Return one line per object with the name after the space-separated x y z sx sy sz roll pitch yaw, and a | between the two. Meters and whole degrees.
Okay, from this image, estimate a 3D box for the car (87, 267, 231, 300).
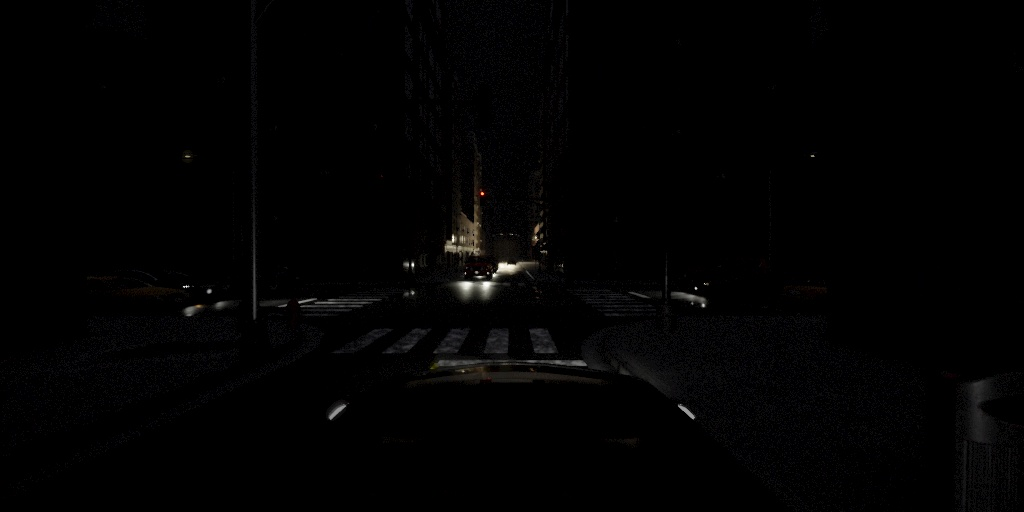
-15.481 1.259 15.421 4.902 1.511 2.128 0 0 0 | car

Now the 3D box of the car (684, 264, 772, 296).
12.135 1.276 18.360 5.357 1.411 2.033 0 0 3 | car

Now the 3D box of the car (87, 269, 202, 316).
-14.403 1.304 12.896 4.829 1.417 1.751 0 0 0 | car

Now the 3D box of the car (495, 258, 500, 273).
-2.925 0.955 43.719 2.150 2.045 5.566 0 0 0 | car

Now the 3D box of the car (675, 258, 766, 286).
12.315 1.031 20.936 5.009 1.841 2.192 0 0 0 | car

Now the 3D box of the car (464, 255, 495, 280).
-2.872 0.966 31.139 2.150 2.045 5.566 0 0 -1 | car

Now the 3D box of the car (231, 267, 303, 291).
-14.568 1.306 20.921 4.313 1.339 1.948 0 0 0 | car

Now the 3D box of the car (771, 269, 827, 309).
12.481 1.279 12.910 4.829 1.417 1.751 0 0 0 | car
